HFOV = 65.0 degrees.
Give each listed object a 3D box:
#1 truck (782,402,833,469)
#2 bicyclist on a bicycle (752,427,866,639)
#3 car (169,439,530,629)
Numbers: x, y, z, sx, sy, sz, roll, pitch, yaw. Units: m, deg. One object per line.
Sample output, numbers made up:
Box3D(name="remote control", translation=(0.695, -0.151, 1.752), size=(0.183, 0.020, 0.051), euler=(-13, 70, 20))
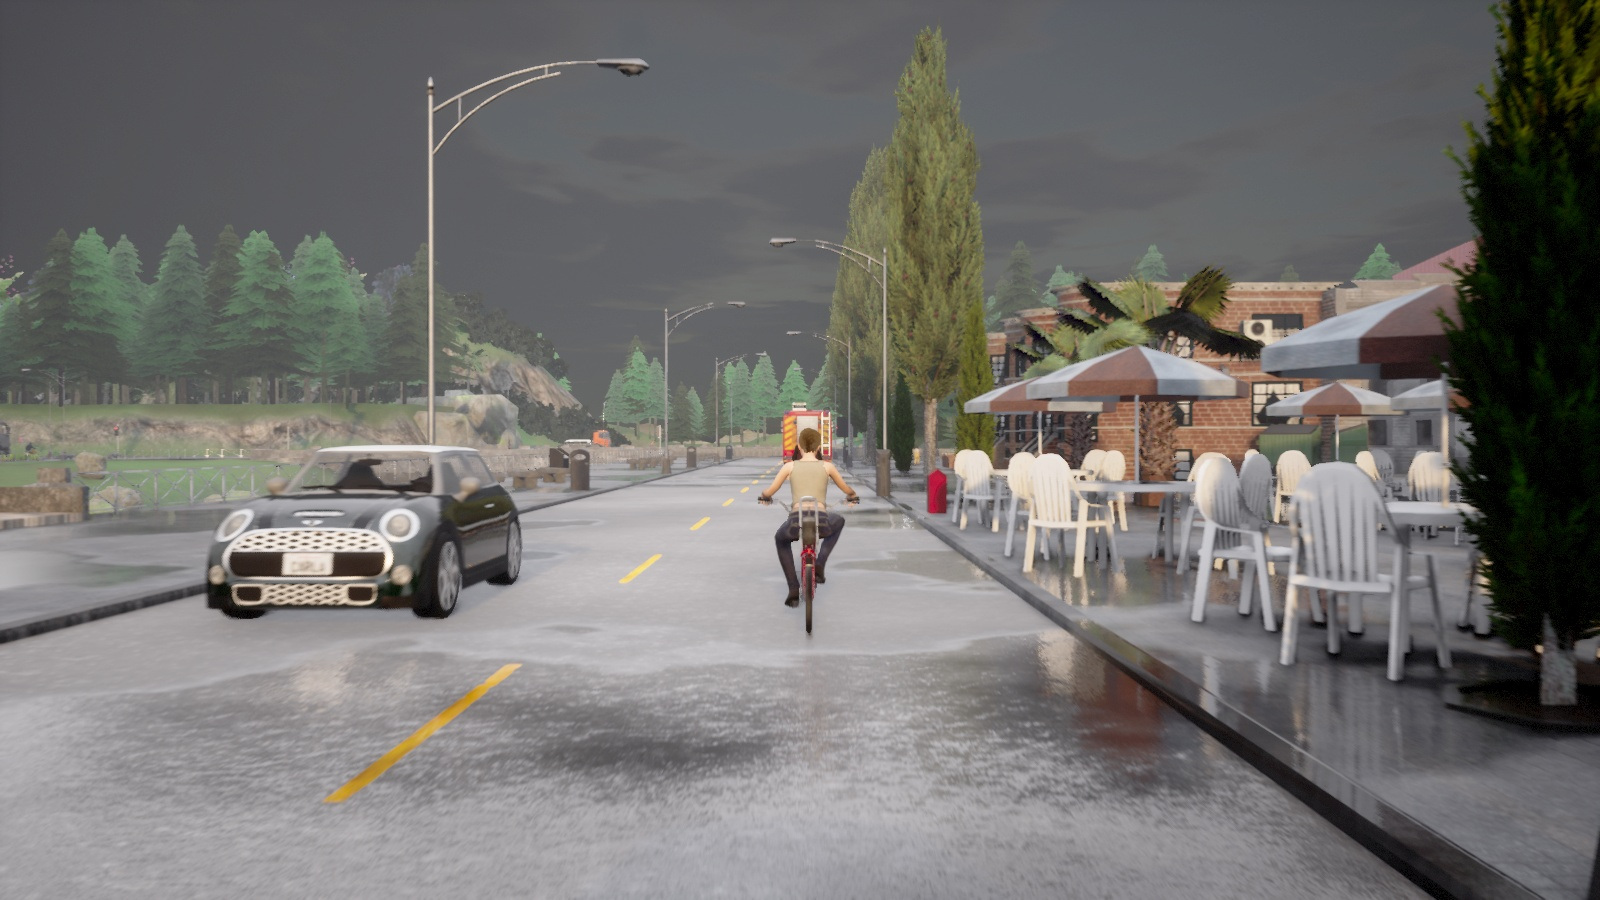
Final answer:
Box3D(name="truck", translation=(0.436, -0.846, 75.994), size=(2.891, 3.827, 8.468), euler=(0, 0, 0))
Box3D(name="bicyclist on a bicycle", translation=(0.072, 0.625, 10.291), size=(0.866, 1.612, 1.509), euler=(0, 0, 0))
Box3D(name="car", translation=(-3.919, 0.643, 11.683), size=(1.970, 1.475, 3.806), euler=(0, 0, 0))
